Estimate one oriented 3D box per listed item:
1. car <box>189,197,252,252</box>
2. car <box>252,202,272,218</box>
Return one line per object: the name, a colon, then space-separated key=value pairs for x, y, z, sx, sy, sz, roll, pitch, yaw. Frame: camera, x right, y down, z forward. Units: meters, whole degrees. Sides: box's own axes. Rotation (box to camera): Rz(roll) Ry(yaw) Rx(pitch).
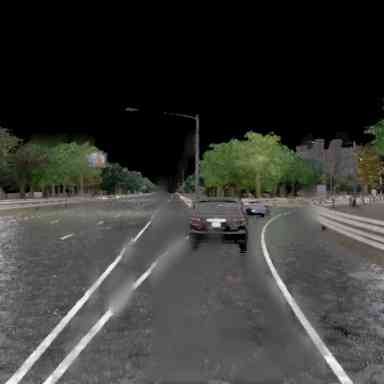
car: x=1.330 y=1.235 z=14.231 sx=2.150 sy=2.045 sz=5.566 roll=0 pitch=0 yaw=10
car: x=6.135 y=1.609 z=30.870 sx=1.994 sy=1.385 sz=4.181 roll=0 pitch=0 yaw=22
